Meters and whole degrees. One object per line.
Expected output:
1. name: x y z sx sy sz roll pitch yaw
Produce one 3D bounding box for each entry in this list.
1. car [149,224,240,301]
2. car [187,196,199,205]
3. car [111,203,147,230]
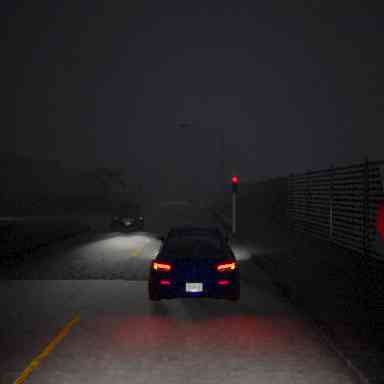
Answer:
1. car: 0.061 1.526 8.210 1.812 1.442 4.674 0 0 1
2. car: 0.154 1.503 59.577 1.837 1.490 4.892 0 0 0
3. car: -3.941 1.491 20.999 2.128 1.511 4.902 1 0 -9
